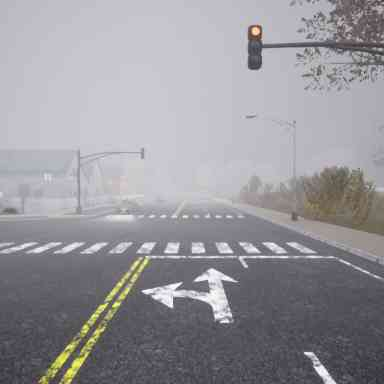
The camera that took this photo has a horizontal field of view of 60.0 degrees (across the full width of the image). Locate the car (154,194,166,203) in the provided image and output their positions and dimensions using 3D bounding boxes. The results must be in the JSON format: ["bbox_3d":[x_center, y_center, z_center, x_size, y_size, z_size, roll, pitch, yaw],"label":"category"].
[{"bbox_3d":[-6.457,1.286,67.333,2.097,1.767,4.553,0,0,0],"label":"car"}]

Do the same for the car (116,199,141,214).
[{"bbox_3d":[-6.494,1.520,34.347,2.128,1.511,4.902,0,1,1],"label":"car"}]
